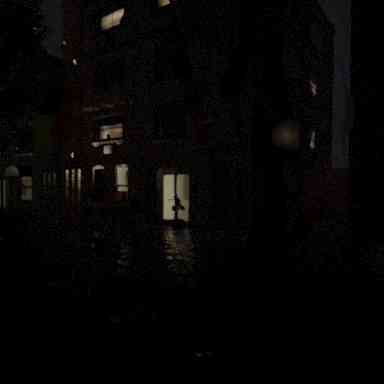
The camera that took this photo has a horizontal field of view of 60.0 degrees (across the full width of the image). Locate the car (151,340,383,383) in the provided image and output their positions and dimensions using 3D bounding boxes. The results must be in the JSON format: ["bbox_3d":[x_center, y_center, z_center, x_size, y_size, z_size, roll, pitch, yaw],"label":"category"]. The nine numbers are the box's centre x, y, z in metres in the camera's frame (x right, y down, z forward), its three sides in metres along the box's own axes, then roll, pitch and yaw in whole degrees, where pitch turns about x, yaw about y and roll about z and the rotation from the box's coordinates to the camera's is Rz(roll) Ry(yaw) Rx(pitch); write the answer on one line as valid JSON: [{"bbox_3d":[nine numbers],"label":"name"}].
[{"bbox_3d":[1.512,1.584,1.792,4.206,1.307,1.802,1,1,35],"label":"car"}]
